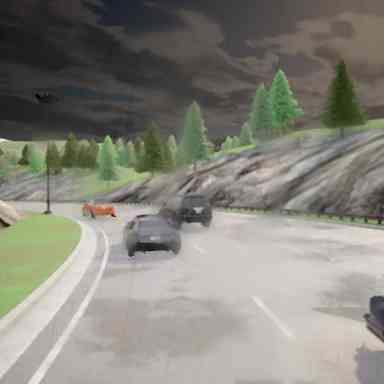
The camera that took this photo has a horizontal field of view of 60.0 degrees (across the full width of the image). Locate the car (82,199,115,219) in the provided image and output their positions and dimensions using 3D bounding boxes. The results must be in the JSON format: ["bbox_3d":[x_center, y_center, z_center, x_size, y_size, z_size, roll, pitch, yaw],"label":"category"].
[{"bbox_3d":[-8.648,1.407,30.504,2.097,1.767,4.553,-1,0,-30],"label":"car"}]

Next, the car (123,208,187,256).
[{"bbox_3d":[-1.710,1.571,13.412,1.994,1.385,4.181,0,0,-13],"label":"car"}]

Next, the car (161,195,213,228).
[{"bbox_3d":[-0.507,1.214,21.697,2.150,2.045,5.566,0,0,-20],"label":"car"}]

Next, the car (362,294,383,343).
[{"bbox_3d":[3.473,1.517,2.330,2.033,1.411,5.357,0,0,-3],"label":"car"}]
